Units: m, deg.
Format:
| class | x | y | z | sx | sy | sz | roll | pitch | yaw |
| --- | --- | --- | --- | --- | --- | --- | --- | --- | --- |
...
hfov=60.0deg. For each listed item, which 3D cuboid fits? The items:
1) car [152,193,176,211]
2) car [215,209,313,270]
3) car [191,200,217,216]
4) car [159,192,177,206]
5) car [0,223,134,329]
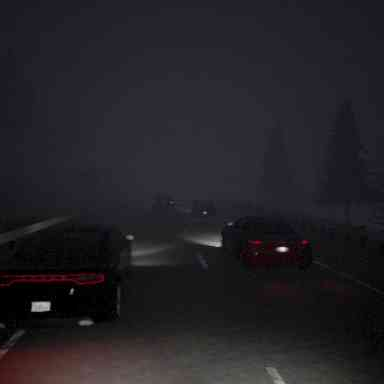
| class | x | y | z | sx | sy | sz | roll | pitch | yaw |
| --- | --- | --- | --- | --- | --- | --- | --- | --- | --- |
| car | -2.788 | 0.969 | 33.591 | 2.097 | 1.767 | 4.553 | 0 | 1 | -2 |
| car | 2.198 | 1.465 | 10.798 | 1.994 | 1.385 | 4.181 | 0 | 1 | -6 |
| car | 0.939 | 1.302 | 28.540 | 1.895 | 1.301 | 4.718 | 0 | 1 | -3 |
| car | -3.162 | 0.851 | 44.237 | 2.097 | 1.767 | 4.553 | 0 | 1 | -1 |
| car | -2.321 | 1.382 | 6.999 | 1.882 | 1.535 | 5.008 | 0 | 1 | -6 |
